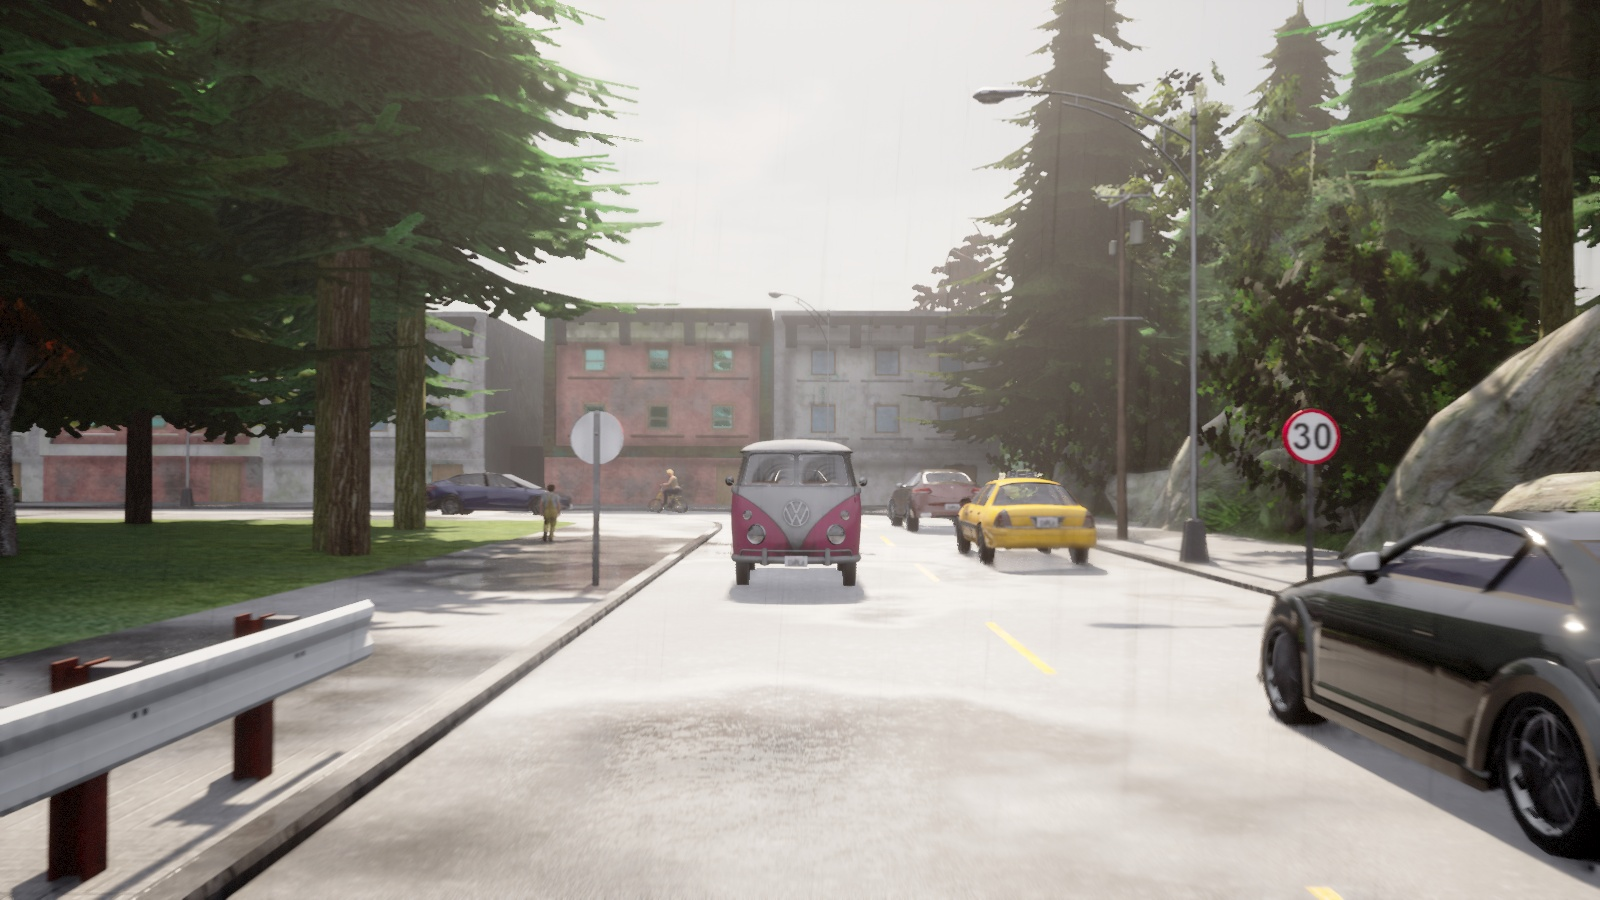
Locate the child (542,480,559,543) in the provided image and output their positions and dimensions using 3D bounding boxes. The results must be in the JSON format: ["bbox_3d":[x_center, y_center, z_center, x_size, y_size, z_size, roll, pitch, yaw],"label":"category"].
[{"bbox_3d":[-5.125,1.257,25.792,0.270,1.263,0.437,0,-1,-3],"label":"child"}]

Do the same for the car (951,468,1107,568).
[{"bbox_3d":[3.944,1.115,22.549,1.801,1.575,5.366,0,-1,0],"label":"car"}]

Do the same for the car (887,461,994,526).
[{"bbox_3d":[3.783,1.161,34.754,2.152,1.651,5.027,0,-1,-3],"label":"car"}]

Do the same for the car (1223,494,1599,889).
[{"bbox_3d":[3.983,0.976,6.745,1.994,1.385,4.181,0,-1,0],"label":"car"}]

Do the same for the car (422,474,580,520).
[{"bbox_3d":[-10.001,1.562,42.262,4.792,1.488,2.163,0,-1,0],"label":"car"}]

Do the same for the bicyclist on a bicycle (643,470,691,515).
[{"bbox_3d":[-4.849,1.537,45.686,1.509,1.612,0.866,0,1,14],"label":"bicyclist on a bicycle"}]

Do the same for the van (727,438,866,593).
[{"bbox_3d":[-0.046,0.874,18.307,1.775,1.987,4.442,0,-1,0],"label":"van"}]
